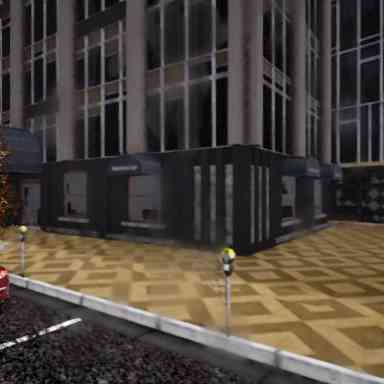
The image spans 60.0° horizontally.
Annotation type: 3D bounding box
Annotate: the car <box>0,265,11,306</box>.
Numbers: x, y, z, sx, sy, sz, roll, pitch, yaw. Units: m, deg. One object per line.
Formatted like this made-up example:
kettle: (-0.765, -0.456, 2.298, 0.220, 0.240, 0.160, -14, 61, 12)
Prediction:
car: (-5.207, 1.589, 6.587, 4.206, 1.307, 1.802, 0, 0, 35)
